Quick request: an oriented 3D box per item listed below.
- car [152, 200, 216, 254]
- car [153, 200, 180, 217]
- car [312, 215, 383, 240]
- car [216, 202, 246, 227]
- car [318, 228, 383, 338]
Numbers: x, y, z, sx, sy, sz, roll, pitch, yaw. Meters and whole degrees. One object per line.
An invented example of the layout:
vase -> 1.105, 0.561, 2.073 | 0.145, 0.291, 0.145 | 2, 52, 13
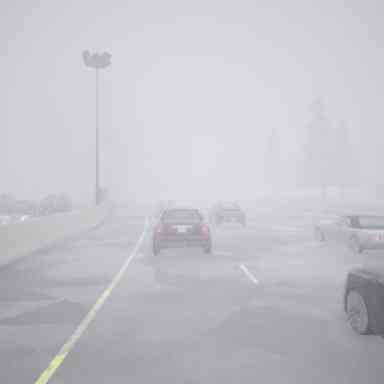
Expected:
car -> -0.466, 1.327, 13.510 | 2.097, 1.767, 4.553 | 0, 0, -3
car -> -2.531, 1.495, 31.739 | 2.033, 1.411, 5.357 | 0, 0, -9
car -> 6.589, 1.548, 13.229 | 1.895, 1.301, 4.718 | 0, 0, -4
car -> 2.234, 1.438, 22.405 | 2.128, 1.511, 4.902 | 0, 0, -6
car -> 3.491, 1.470, 3.731 | 2.128, 1.511, 4.902 | 0, 0, -1
